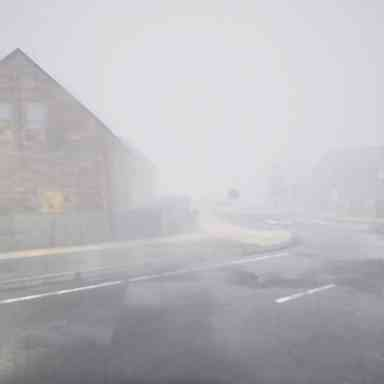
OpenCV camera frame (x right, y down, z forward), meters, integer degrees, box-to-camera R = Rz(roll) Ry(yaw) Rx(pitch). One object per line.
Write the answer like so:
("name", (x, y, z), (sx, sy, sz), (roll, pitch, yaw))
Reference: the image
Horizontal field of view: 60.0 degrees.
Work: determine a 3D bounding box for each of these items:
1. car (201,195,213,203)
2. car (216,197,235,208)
("car", (2.867, 1.265, 64.387), (1.812, 1.442, 4.674), (1, 0, -4))
("car", (4.379, 1.383, 44.348), (1.994, 1.385, 4.181), (1, 0, -4))
